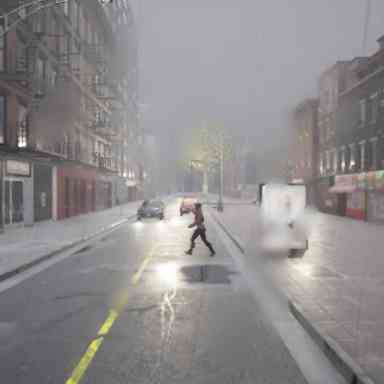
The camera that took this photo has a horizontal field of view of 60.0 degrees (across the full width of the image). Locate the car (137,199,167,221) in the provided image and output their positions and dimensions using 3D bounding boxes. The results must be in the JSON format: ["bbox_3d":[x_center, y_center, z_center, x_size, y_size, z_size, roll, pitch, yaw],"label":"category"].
[{"bbox_3d":[-2.960,1.310,25.041,1.837,1.490,4.892,0,0,0],"label":"car"}]

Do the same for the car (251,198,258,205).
[{"bbox_3d":[10.688,1.139,48.794,4.097,1.590,1.967,0,0,0],"label":"car"}]

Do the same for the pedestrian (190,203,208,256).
[{"bbox_3d":[0.227,1.206,10.928,0.375,1.860,0.375,0,0,-10],"label":"pedestrian"}]

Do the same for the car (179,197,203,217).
[{"bbox_3d":[-0.072,1.378,28.716,1.895,1.301,4.718,0,0,0],"label":"car"}]

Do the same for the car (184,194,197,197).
[{"bbox_3d":[-0.188,1.054,38.619,2.097,1.767,4.553,0,0,0],"label":"car"}]

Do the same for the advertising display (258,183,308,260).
[{"bbox_3d":[2.954,0.940,10.780,1.540,2.440,0.280,0,0,0],"label":"advertising display"}]
